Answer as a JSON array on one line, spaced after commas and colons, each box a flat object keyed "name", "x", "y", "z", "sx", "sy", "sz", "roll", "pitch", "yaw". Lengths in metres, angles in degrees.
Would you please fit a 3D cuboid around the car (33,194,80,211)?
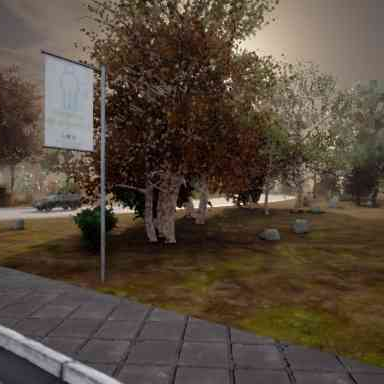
[{"name": "car", "x": -16.250, "y": 1.211, "z": 40.375, "sx": 2.150, "sy": 2.045, "sz": 5.566, "roll": 0, "pitch": 0, "yaw": 38}]
